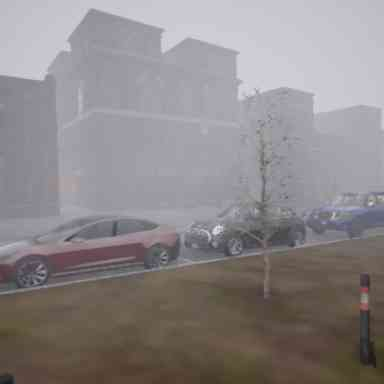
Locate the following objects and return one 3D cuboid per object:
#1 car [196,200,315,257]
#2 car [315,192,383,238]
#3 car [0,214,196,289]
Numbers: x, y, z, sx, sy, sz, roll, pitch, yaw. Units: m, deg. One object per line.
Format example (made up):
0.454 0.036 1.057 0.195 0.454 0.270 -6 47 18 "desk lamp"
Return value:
1.975 1.173 11.998 4.553 1.767 2.185 0 0 -33 "car"
8.199 1.026 16.452 5.566 2.045 2.435 0 0 -33 "car"
-2.578 1.362 8.731 4.792 1.488 2.163 0 1 -33 "car"
